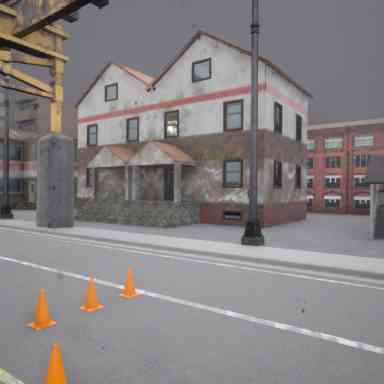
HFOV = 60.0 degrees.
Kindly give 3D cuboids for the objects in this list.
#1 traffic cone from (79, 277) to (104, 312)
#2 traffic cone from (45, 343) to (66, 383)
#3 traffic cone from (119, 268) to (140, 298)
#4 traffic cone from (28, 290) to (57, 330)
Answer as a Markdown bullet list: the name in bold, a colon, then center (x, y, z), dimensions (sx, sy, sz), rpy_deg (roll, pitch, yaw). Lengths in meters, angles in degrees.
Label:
- **traffic cone**: center (-1.943, 1.949, 6.428), dimensions (0.340, 0.580, 0.340), rpy_deg (0, 0, 36)
- **traffic cone**: center (-1.492, 1.952, 3.636), dimensions (0.340, 0.580, 0.340), rpy_deg (0, 0, 36)
- **traffic cone**: center (-1.358, 1.949, 7.239), dimensions (0.340, 0.580, 0.340), rpy_deg (0, 0, 36)
- **traffic cone**: center (-2.528, 1.949, 5.617), dimensions (0.340, 0.580, 0.340), rpy_deg (0, 0, 36)
